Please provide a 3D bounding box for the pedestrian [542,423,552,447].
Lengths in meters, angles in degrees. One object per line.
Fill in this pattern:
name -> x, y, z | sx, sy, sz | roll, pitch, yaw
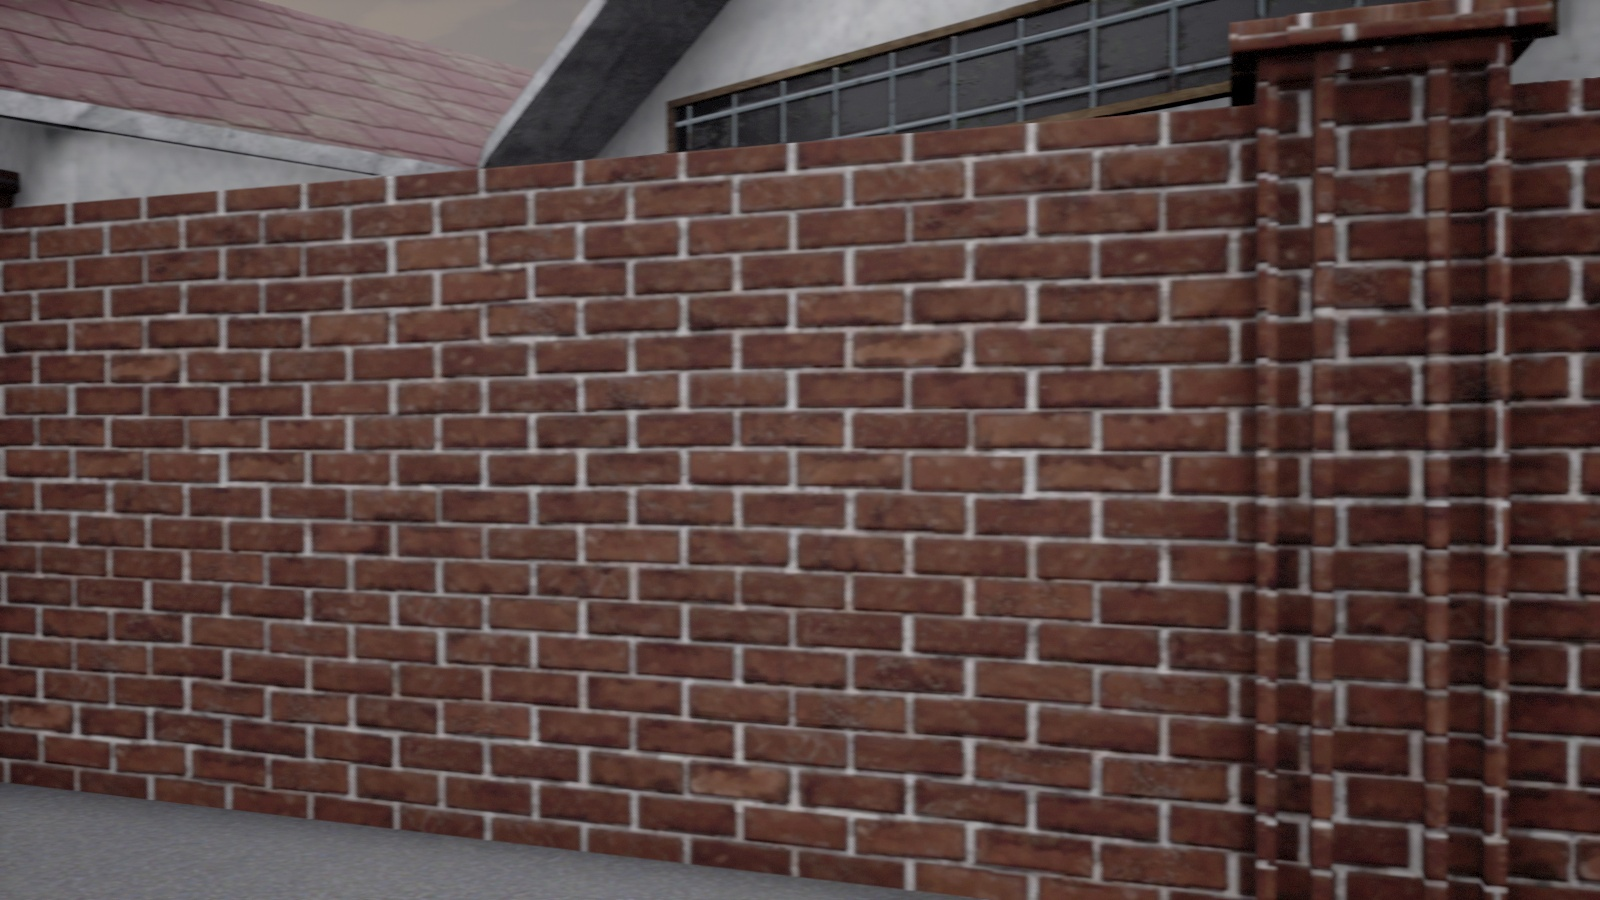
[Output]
pedestrian -> -19.587, -1.175, 97.404 | 0.703, 1.840, 0.431 | 1, 1, 43
